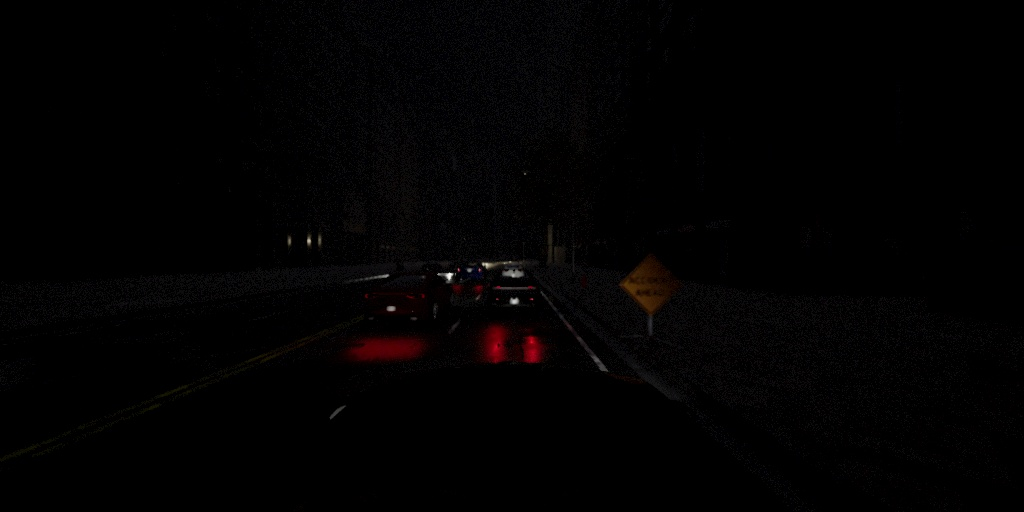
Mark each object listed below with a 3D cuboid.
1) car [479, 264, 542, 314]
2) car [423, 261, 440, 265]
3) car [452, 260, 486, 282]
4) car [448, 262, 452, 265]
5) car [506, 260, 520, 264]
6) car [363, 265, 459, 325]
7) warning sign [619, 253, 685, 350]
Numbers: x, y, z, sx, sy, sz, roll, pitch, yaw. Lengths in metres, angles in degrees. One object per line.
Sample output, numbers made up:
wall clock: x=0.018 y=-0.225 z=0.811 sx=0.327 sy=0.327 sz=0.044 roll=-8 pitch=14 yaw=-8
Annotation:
car: x=0.084 y=1.245 z=13.867 sx=2.128 sy=1.511 sz=4.902 roll=0 pitch=0 yaw=0
car: x=-9.849 y=1.334 z=43.930 sx=1.994 sy=1.385 sz=4.181 roll=0 pitch=0 yaw=0
car: x=-3.172 y=1.113 z=28.797 sx=2.097 sy=1.767 sz=4.553 roll=0 pitch=0 yaw=0
car: x=-6.601 y=1.276 z=43.771 sx=1.837 sy=1.490 sz=4.892 roll=0 pitch=0 yaw=0
car: x=0.082 y=1.287 z=30.107 sx=1.812 sy=1.442 sz=4.674 roll=0 pitch=0 yaw=0
car: x=-3.175 y=1.231 z=11.928 sx=1.882 sy=1.535 sz=5.008 roll=0 pitch=0 yaw=0
warning sign: x=2.849 y=0.867 z=7.402 sx=1.300 sy=1.860 sz=1.060 roll=0 pitch=0 yaw=0
